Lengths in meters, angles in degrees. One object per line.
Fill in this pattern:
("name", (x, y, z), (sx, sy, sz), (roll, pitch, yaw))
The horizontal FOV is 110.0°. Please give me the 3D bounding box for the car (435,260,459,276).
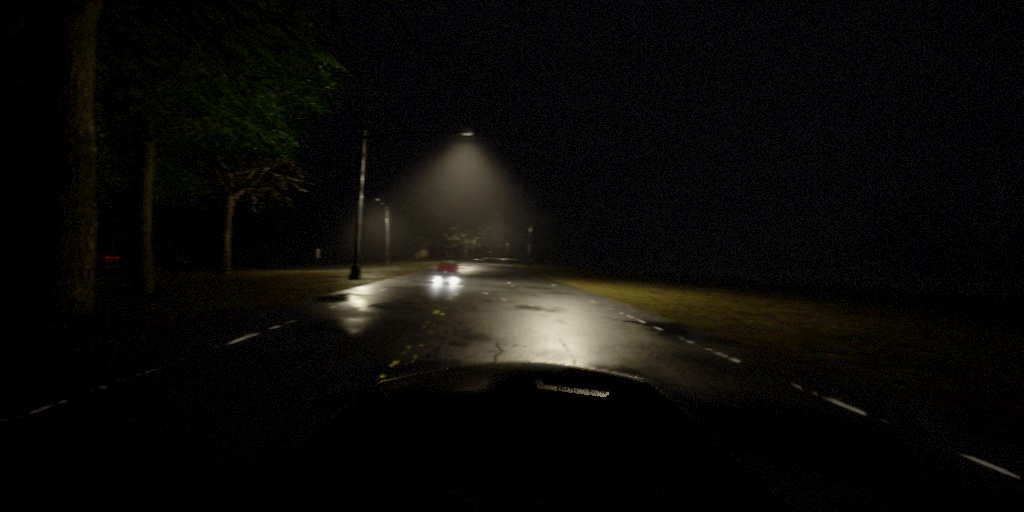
("car", (-6.065, 1.094, 33.954), (1.895, 1.301, 4.718), (3, 0, -5))
